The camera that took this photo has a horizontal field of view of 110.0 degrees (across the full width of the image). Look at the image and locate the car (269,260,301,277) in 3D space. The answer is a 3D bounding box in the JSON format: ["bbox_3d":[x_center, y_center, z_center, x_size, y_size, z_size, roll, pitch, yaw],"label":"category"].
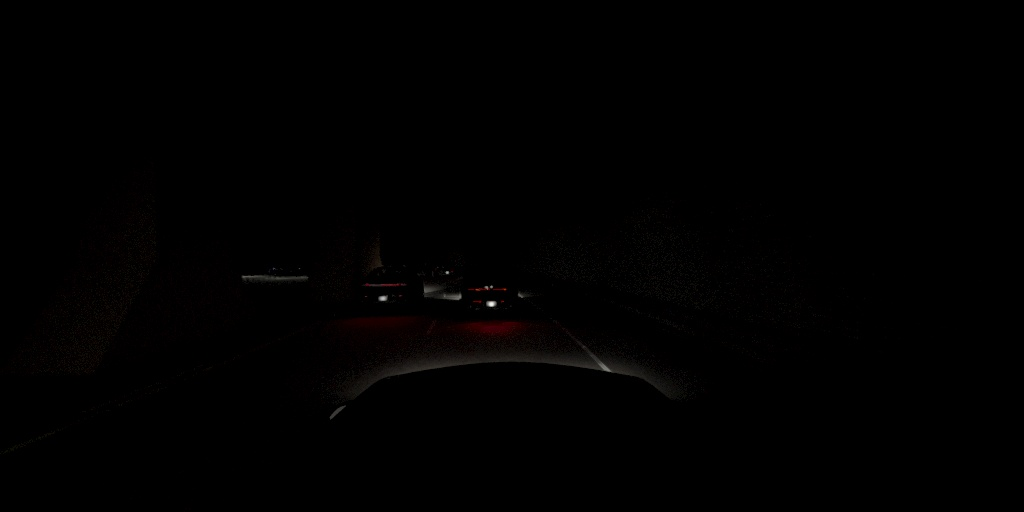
[{"bbox_3d":[-20.746,1.087,32.673,1.812,1.442,4.674,0,0,-45],"label":"car"}]

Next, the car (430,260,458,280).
[{"bbox_3d":[-6.199,1.039,30.408,1.837,1.490,4.892,0,0,-27],"label":"car"}]

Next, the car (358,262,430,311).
[{"bbox_3d":[-4.595,1.154,14.107,2.128,1.511,4.902,0,0,-9],"label":"car"}]

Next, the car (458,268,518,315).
[{"bbox_3d":[-0.918,1.164,13.154,1.837,1.490,4.892,0,0,-7],"label":"car"}]

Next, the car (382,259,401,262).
[{"bbox_3d":[-10.642,1.033,31.158,2.128,1.511,4.902,0,0,-31],"label":"car"}]
